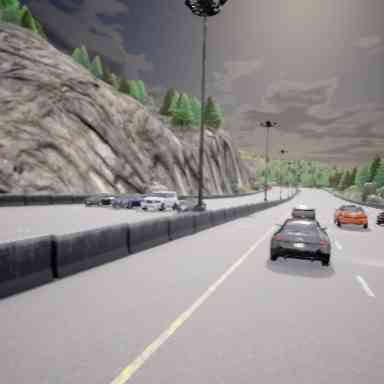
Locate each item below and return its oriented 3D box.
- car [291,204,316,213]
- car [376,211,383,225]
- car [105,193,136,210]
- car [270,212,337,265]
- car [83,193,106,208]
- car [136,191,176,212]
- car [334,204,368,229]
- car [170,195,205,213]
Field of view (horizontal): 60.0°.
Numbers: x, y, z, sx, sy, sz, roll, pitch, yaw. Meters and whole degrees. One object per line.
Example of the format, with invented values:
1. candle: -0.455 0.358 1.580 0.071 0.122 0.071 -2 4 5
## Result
1. car: 9.592 1.796 28.623 2.128 1.511 4.902 3 0 19
2. car: 16.507 2.142 27.233 1.812 1.442 4.674 3 0 19
3. car: -6.736 0.907 35.470 2.097 1.767 4.553 3 0 19
4. car: 4.082 1.693 12.513 1.994 1.385 4.181 3 0 19
5. car: -9.982 0.911 36.802 1.837 1.490 4.892 3 0 19
6. car: -3.270 0.931 34.789 2.150 2.045 5.566 3 0 19
7. car: 12.551 1.796 26.457 2.097 1.767 4.553 3 0 19
8. car: -0.030 1.351 33.489 2.128 1.511 4.902 3 0 19
